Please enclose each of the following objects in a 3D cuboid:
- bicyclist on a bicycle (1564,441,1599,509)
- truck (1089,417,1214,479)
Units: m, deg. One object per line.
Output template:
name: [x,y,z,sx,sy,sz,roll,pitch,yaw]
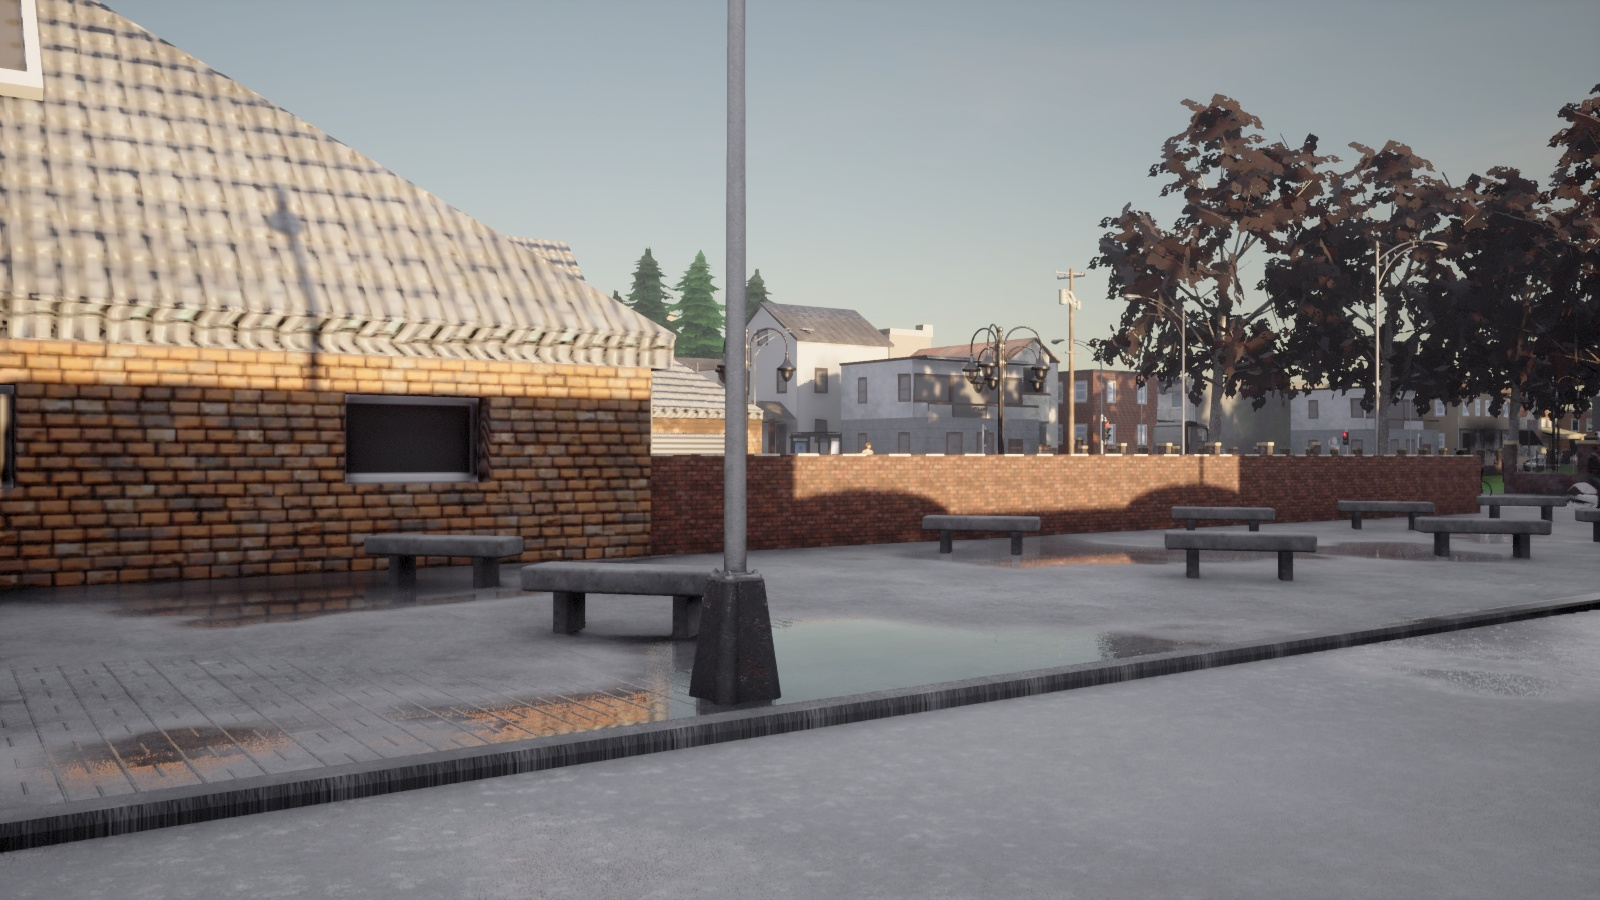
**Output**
bicyclist on a bicycle: [21.211,0.651,32.981,0.659,1.776,1.843,0,0,-35]
truck: [20.808,-0.100,74.047,7.936,3.462,2.891,0,0,-37]
